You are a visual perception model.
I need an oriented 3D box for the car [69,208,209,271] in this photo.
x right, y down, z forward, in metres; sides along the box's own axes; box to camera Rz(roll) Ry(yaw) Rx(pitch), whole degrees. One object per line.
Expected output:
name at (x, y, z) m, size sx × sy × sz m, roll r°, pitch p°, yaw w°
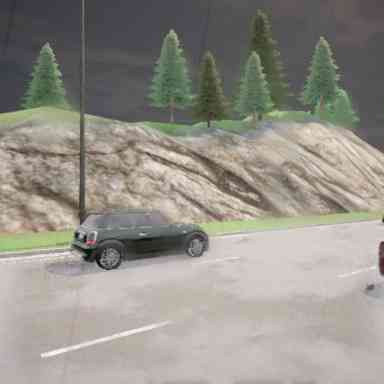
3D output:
car at (-1.608, 1.353, 11.207) m, size 4.553 × 1.767 × 2.097 m, roll 0°, pitch 0°, yaw -36°

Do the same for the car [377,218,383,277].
car at (6.745, 1.477, 8.572) m, size 5.008 × 1.535 × 1.882 m, roll 0°, pitch 0°, yaw -36°
